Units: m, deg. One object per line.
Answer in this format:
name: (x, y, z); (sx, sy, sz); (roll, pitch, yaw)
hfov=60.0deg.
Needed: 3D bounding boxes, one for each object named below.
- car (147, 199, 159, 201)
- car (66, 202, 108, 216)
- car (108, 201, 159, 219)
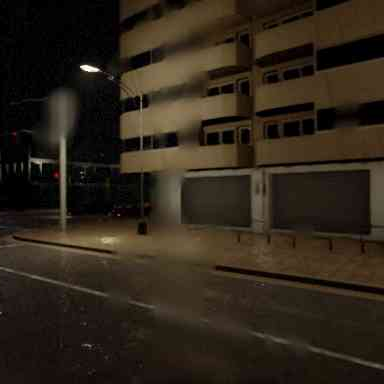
car: (-5.263, 1.730, 44.374); (1.882, 1.535, 5.008); (-1, 0, 36)
car: (-11.040, 1.801, 36.469); (2.033, 1.411, 5.357); (-1, 0, 37)
car: (-5.344, 1.794, 32.068); (1.895, 1.301, 4.718); (-1, 0, 36)
